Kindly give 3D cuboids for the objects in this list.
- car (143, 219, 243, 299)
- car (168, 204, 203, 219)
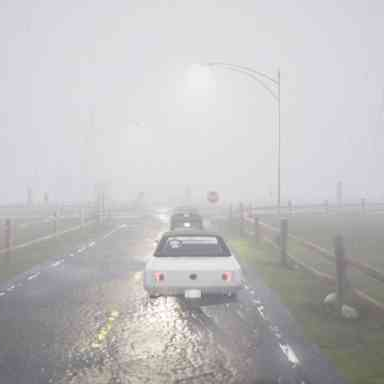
[{"bbox_3d":[-0.012,1.603,8.401,1.895,1.301,4.718,0,0,-1],"label":"car"},{"bbox_3d":[-0.363,1.515,20.460,1.837,1.490,4.892,0,0,-2],"label":"car"}]
